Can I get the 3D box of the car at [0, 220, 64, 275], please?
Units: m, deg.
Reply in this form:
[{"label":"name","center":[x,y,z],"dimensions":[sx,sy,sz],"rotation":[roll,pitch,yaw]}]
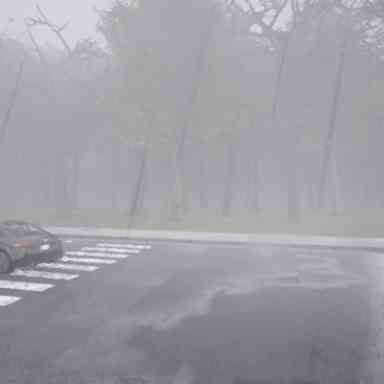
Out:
[{"label":"car","center":[-6.122,1.567,10.375],"dimensions":[4.181,1.385,1.994],"rotation":[0,-1,22]}]
